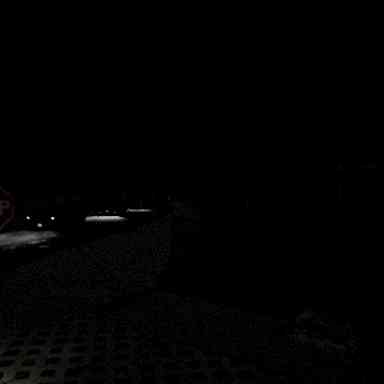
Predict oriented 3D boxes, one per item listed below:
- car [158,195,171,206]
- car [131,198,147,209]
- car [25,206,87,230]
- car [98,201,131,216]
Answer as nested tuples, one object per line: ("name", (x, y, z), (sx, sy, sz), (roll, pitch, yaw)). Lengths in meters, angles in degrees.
("car", (-4.668, 1.681, 55.378), (1.994, 1.385, 4.181), (0, 0, -3))
("car", (-7.343, 1.540, 45.981), (1.882, 1.535, 5.008), (0, 0, 0))
("car", (-8.358, 1.562, 20.840), (1.895, 1.301, 4.718), (0, 0, 4))
("car", (-7.636, 1.571, 32.180), (1.994, 1.385, 4.181), (0, 0, 2))
